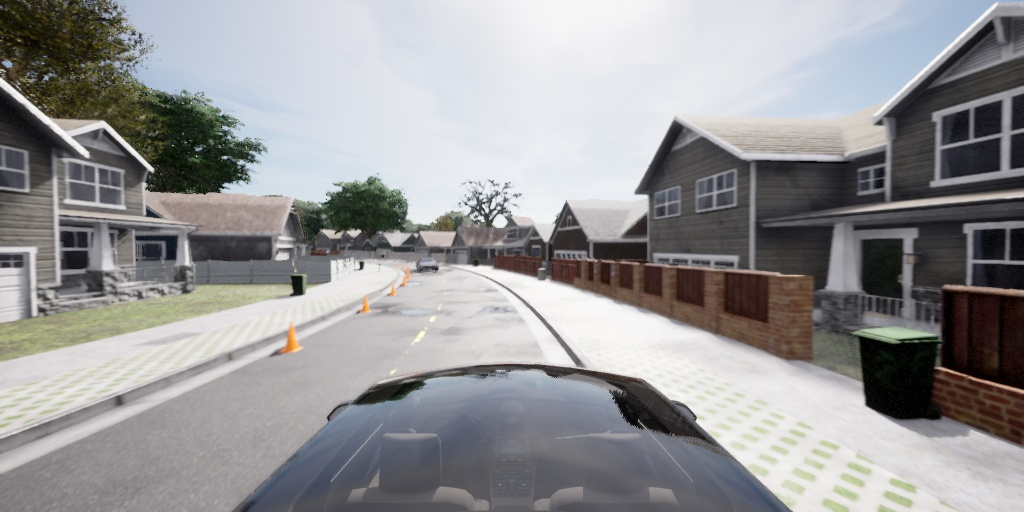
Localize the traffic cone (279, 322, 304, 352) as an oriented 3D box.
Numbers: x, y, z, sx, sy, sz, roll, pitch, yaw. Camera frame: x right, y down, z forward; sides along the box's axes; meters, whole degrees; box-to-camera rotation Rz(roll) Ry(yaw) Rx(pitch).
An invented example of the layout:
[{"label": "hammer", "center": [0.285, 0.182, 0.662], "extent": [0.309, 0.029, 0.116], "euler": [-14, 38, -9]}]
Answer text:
[{"label": "traffic cone", "center": [-4.615, 1.677, 7.519], "extent": [0.340, 0.580, 0.340], "euler": [0, 0, -4]}]

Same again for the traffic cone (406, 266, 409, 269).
[{"label": "traffic cone", "center": [-9.053, 1.367, 31.476], "extent": [0.340, 0.580, 0.340], "euler": [0, 0, -17]}]

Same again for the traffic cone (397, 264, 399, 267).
[{"label": "traffic cone", "center": [-14.351, 1.147, 45.123], "extent": [0.340, 0.580, 0.340], "euler": [0, 0, -25]}]

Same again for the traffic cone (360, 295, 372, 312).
[{"label": "traffic cone", "center": [-5.051, 1.629, 12.384], "extent": [0.340, 0.580, 0.340], "euler": [0, 0, -6]}]

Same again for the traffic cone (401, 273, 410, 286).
[{"label": "traffic cone", "center": [-6.606, 1.511, 22.024], "extent": [0.340, 0.580, 0.340], "euler": [0, 0, -12]}]

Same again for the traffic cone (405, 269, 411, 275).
[{"label": "traffic cone", "center": [-7.719, 1.443, 26.778], "extent": [0.340, 0.580, 0.340], "euler": [0, 0, -15]}]

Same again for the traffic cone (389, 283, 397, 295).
[{"label": "traffic cone", "center": [-5.715, 1.574, 17.222], "extent": [0.340, 0.580, 0.340], "euler": [0, 0, -9]}]

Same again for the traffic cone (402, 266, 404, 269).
[{"label": "traffic cone", "center": [-10.605, 1.291, 36.106], "extent": [0.340, 0.580, 0.340], "euler": [0, 0, -20]}]

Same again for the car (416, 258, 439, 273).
[{"label": "car", "center": [-8.559, 0.871, 36.079], "extent": [2.033, 1.411, 5.357], "euler": [-1, 1, -19]}]
